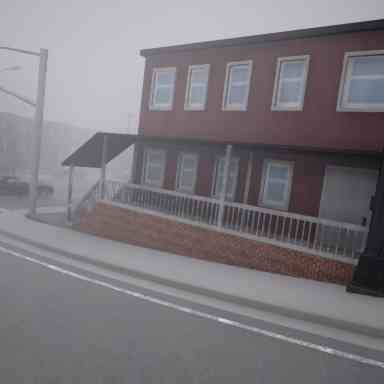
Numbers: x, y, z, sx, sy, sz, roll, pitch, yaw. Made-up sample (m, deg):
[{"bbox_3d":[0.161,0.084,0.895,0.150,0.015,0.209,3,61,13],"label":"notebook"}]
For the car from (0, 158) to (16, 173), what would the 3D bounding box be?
[{"bbox_3d":[-20.241,-2.653,33.256,2.097,1.767,4.553,10,6,36],"label":"car"}]

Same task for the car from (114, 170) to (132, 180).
[{"bbox_3d":[-9.172,-2.469,48.567,1.812,1.442,4.674,10,6,35],"label":"car"}]

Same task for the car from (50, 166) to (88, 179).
[{"bbox_3d":[-14.943,-2.474,40.594,1.812,1.442,4.674,10,6,36],"label":"car"}]

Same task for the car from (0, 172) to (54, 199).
[{"bbox_3d":[-11.443,-0.332,21.506,1.895,1.301,4.718,10,6,35],"label":"car"}]
